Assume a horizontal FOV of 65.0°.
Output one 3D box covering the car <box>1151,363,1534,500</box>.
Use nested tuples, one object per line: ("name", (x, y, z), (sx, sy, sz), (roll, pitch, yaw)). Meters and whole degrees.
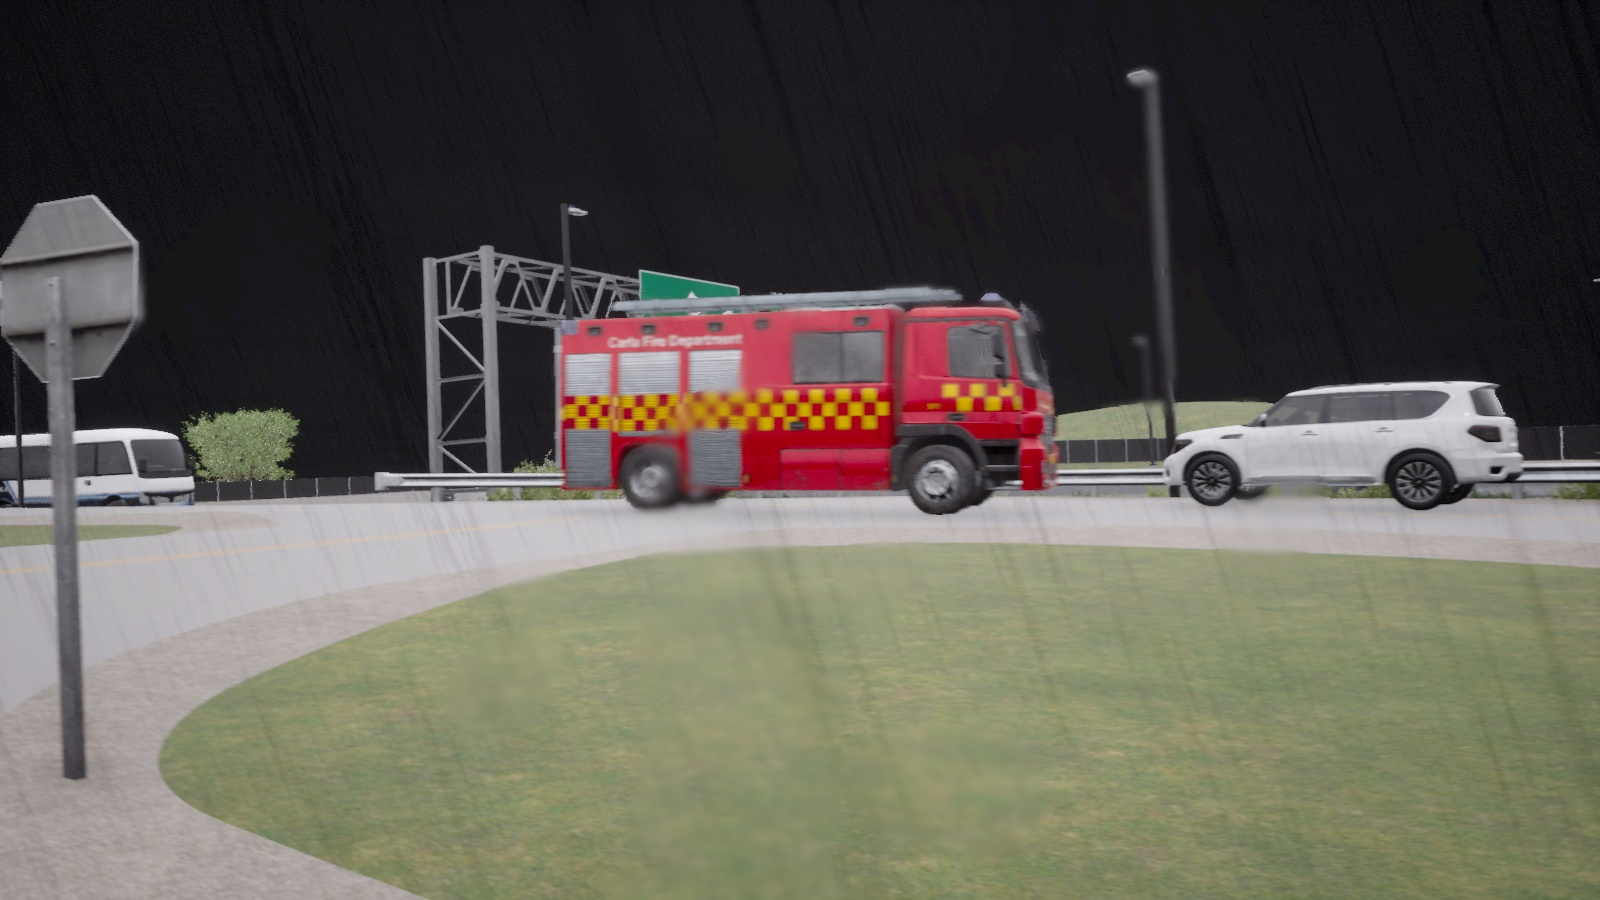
("car", (9.120, -0.234, 21.412), (5.566, 2.045, 2.150), (-2, 0, 38))

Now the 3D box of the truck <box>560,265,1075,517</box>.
("truck", (0.345, -0.856, 22.032), (8.468, 3.827, 2.891), (-1, 0, 17))

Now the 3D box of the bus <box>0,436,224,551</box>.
("bus", (-30.565, 1.876, 53.766), (10.273, 4.253, 3.944), (-4, 0, 14))
